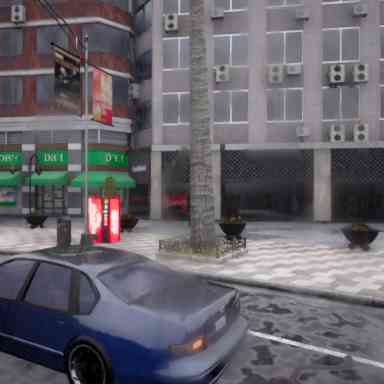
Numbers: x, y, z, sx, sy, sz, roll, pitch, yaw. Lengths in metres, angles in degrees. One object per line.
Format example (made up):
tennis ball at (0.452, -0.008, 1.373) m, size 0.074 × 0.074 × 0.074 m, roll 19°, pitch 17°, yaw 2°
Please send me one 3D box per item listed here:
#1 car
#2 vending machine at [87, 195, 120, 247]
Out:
car at (-1.895, 1.547, 4.962) m, size 5.357 × 1.411 × 2.033 m, roll 0°, pitch 0°, yaw 28°
vending machine at (-3.733, 1.195, 14.134) m, size 0.880 × 2.100 × 1.100 m, roll 0°, pitch 0°, yaw 24°
